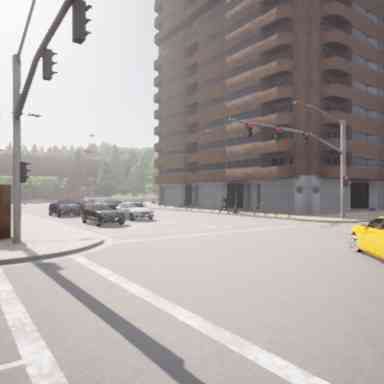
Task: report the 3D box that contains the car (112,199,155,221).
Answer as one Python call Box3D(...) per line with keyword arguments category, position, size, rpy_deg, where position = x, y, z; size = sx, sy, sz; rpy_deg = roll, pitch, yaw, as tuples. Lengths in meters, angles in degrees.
Box3D(category="car", position=(-4.843, 1.545, 27.493), size=(1.812, 1.442, 4.674), rpy_deg=(0, 0, -36))

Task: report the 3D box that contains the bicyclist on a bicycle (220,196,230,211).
Box3D(category="bicyclist on a bicycle", position=(3.537, 1.314, 36.341), size=(1.656, 1.620, 0.582), rpy_deg=(0, 0, -36))

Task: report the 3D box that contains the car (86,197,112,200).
Box3D(category="car", position=(-10.810, 1.522, 35.844), size=(2.128, 1.511, 4.902), rpy_deg=(0, 0, -35))

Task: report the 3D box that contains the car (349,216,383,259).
Box3D(category="car", position=(6.728, 1.475, 10.634), size=(1.882, 1.535, 5.008), rpy_deg=(1, 0, 7))

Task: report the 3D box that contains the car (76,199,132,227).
Box3D(category="car", position=(-6.322, 1.524, 23.507), size=(1.837, 1.490, 4.892), rpy_deg=(0, 0, -35))

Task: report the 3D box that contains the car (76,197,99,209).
Box3D(category="car", position=(-15.154, 1.549, 48.118), size=(1.837, 1.490, 4.892), rpy_deg=(0, 0, -35))

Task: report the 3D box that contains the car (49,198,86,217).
Box3D(category="car", position=(-11.996, 1.382, 31.471), size=(2.097, 1.767, 4.553), rpy_deg=(0, 0, -35))
